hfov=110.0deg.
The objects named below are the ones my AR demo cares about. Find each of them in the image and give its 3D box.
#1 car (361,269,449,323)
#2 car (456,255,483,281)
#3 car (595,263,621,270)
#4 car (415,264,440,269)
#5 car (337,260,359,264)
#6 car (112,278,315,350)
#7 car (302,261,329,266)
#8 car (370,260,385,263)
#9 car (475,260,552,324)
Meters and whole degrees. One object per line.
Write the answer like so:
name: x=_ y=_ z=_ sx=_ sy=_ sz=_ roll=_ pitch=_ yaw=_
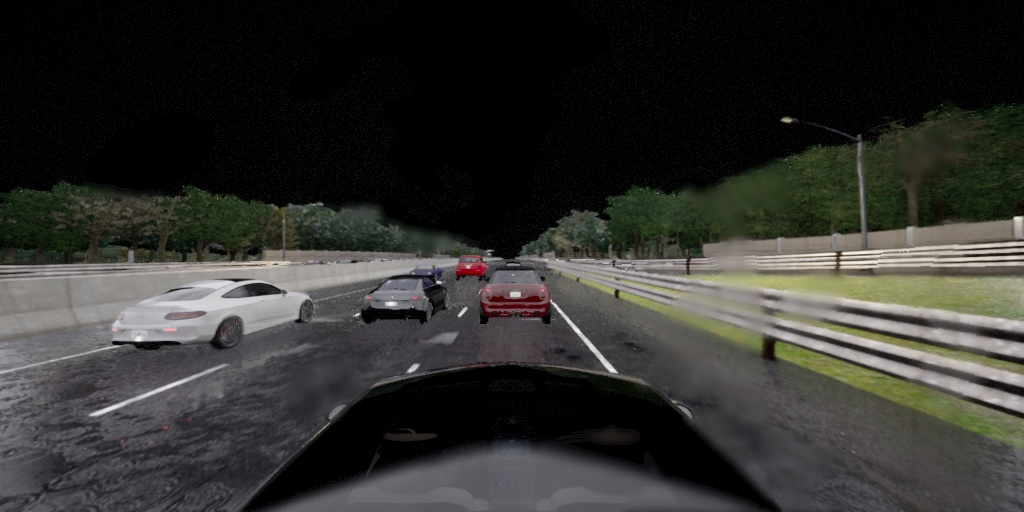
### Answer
car: x=-3.402 y=1.316 z=12.094 sx=1.994 sy=1.385 sz=4.181 roll=0 pitch=0 yaw=0
car: x=-3.407 y=0.970 z=30.634 sx=2.150 sy=2.045 sz=5.566 roll=0 pitch=0 yaw=0
car: x=12.771 y=1.205 z=48.286 sx=1.994 sy=1.385 sz=4.181 roll=0 pitch=0 yaw=-19
car: x=-6.907 y=1.349 z=29.630 sx=1.895 sy=1.301 sz=4.718 roll=0 pitch=0 yaw=0
car: x=-21.032 y=1.257 z=46.043 sx=1.837 sy=1.490 sz=4.892 roll=0 pitch=-1 yaw=0
car: x=-6.902 y=1.277 z=8.943 sx=1.812 sy=1.442 sz=4.674 roll=0 pitch=0 yaw=0
car: x=-24.542 y=1.313 z=44.881 sx=1.994 sy=1.385 sz=4.181 roll=0 pitch=0 yaw=1
car: x=-17.526 y=1.276 z=46.595 sx=1.812 sy=1.442 sz=4.674 roll=0 pitch=0 yaw=0
car: x=0.098 y=1.104 z=12.193 sx=2.097 sy=1.767 sz=4.553 roll=0 pitch=0 yaw=0
